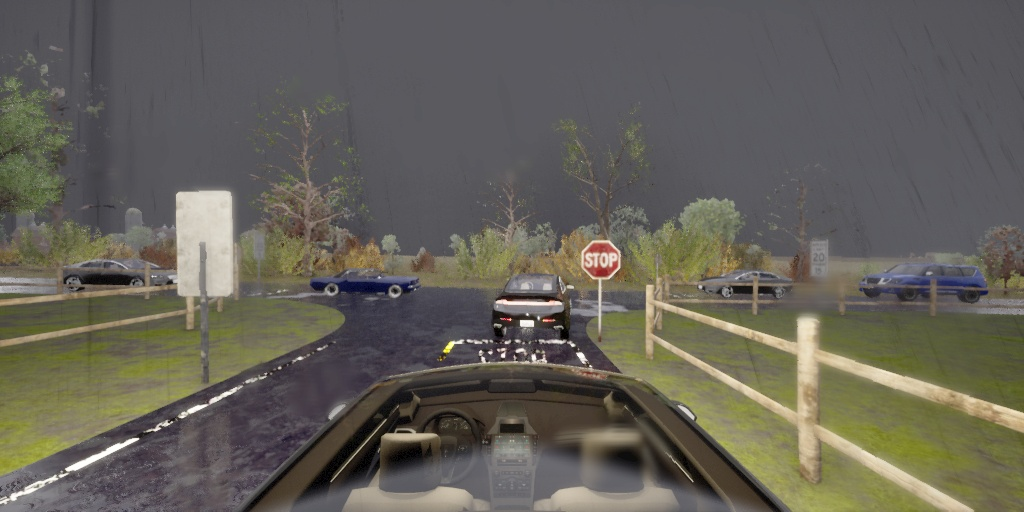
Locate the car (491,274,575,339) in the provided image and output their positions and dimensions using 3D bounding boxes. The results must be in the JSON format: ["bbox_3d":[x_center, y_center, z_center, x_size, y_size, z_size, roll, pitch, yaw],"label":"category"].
[{"bbox_3d":[0.706,1.238,10.107,2.128,1.511,4.902,0,0,9],"label":"car"}]

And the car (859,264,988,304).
[{"bbox_3d":[22.899,1.463,20.054,5.566,2.045,2.150,1,1,0],"label":"car"}]

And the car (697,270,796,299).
[{"bbox_3d":[13.003,1.522,20.065,4.902,1.511,2.128,1,1,0],"label":"car"}]

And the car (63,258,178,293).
[{"bbox_3d":[-18.490,0.883,17.154,4.902,1.511,2.128,1,1,0],"label":"car"}]

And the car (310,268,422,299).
[{"bbox_3d":[-6.822,1.246,17.138,4.718,1.301,1.895,1,1,0],"label":"car"}]
